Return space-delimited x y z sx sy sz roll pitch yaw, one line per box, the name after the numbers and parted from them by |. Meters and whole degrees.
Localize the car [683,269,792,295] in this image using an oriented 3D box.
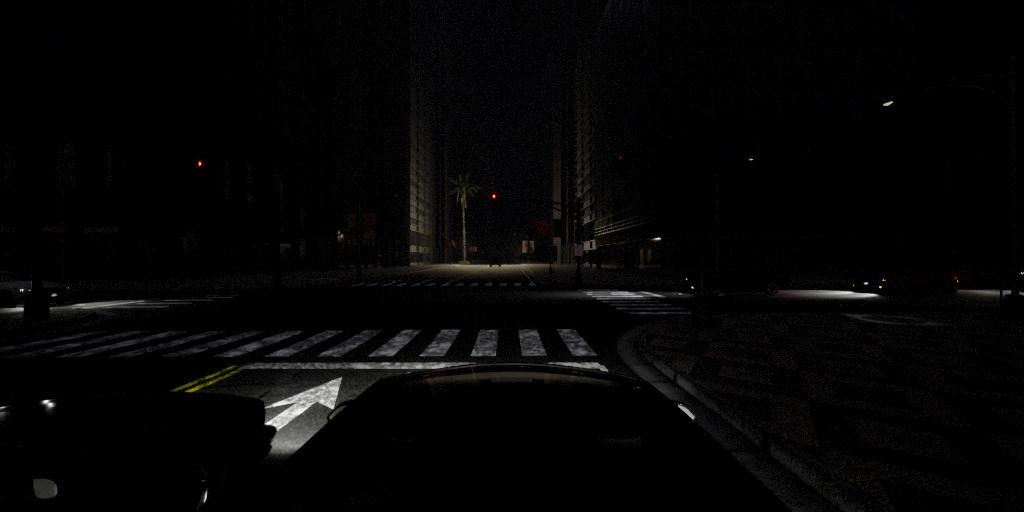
11.613 1.320 18.739 4.718 1.301 1.895 0 0 -1 | car

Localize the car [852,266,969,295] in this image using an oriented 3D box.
20.621 1.252 18.893 4.181 1.385 1.994 0 0 -1 | car

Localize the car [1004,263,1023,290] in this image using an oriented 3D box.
29.967 1.012 19.060 4.553 1.767 2.097 0 0 -1 | car

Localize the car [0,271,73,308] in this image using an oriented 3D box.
-21.383 1.354 14.955 4.674 1.442 1.812 0 0 1 | car

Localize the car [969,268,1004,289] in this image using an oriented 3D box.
26.419 1.275 21.753 4.207 1.307 1.802 0 0 -1 | car

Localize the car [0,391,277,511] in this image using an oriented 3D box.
-3.175 1.297 0.738 2.033 1.411 5.357 0 0 4 | car
